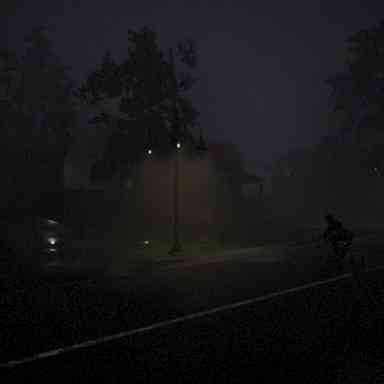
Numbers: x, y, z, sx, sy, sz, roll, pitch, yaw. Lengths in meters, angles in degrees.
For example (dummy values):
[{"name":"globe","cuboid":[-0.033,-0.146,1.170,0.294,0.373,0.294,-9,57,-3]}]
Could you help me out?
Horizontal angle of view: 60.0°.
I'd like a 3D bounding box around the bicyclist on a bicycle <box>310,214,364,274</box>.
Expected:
[{"name":"bicyclist on a bicycle","cuboid":[4.056,1.455,9.440,0.582,1.620,1.656,0,-2,-35]}]
